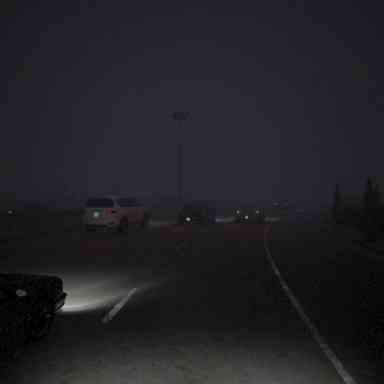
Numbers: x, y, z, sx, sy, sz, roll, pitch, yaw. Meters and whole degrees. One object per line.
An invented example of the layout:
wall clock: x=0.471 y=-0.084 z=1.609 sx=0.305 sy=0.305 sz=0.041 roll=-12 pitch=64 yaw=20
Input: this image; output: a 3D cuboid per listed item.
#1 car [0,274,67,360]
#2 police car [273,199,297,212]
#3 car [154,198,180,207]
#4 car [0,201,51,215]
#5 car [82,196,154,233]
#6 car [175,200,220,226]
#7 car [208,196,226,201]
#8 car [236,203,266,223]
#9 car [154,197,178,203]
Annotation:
car: x=-3.239 y=1.539 z=3.420 sx=2.033 sy=1.411 sz=5.357 roll=0 pitch=0 yaw=3
police car: x=11.577 y=1.626 z=41.229 sx=2.038 sy=1.542 sz=4.974 roll=0 pitch=0 yaw=29
car: x=-4.118 y=1.694 z=56.306 sx=1.837 sy=1.490 sz=4.892 roll=0 pitch=-1 yaw=31
car: x=-13.565 y=1.513 z=26.800 sx=2.128 sy=1.511 sz=4.902 roll=0 pitch=0 yaw=17
car: x=-4.377 y=1.238 z=19.877 sx=2.150 sy=2.045 sz=5.566 roll=0 pitch=0 yaw=13
car: x=0.439 y=1.542 z=24.215 sx=1.837 sy=1.490 sz=4.892 roll=0 pitch=0 yaw=16
car: x=4.866 y=1.447 z=64.219 sx=1.882 sy=1.535 sz=5.008 roll=0 pitch=0 yaw=32
car: x=4.590 y=1.574 z=25.756 sx=1.812 sy=1.442 sz=4.674 roll=0 pitch=0 yaw=18
car: x=-3.434 y=1.462 z=43.190 sx=2.097 sy=1.767 sz=4.553 roll=0 pitch=0 yaw=27
